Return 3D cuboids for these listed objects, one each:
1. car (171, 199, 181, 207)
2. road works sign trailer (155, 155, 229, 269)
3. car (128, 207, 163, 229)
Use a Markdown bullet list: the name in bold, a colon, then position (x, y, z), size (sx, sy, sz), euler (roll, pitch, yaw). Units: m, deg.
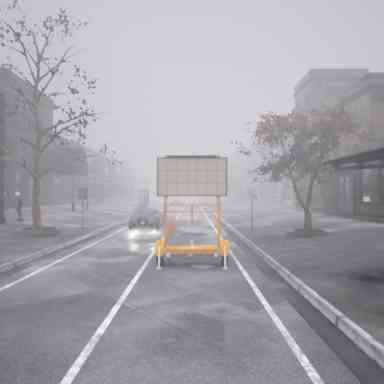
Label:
- **car**: position (-3.022, 2.041, 63.080), size (2.033, 1.411, 5.357), euler (0, 0, 1)
- **road works sign trailer**: position (0.005, 0.549, 11.407), size (2.380, 3.560, 2.880), euler (0, -1, 0)
- **car**: position (-3.091, 1.755, 22.842), size (1.994, 1.385, 4.181), euler (0, -1, 0)
